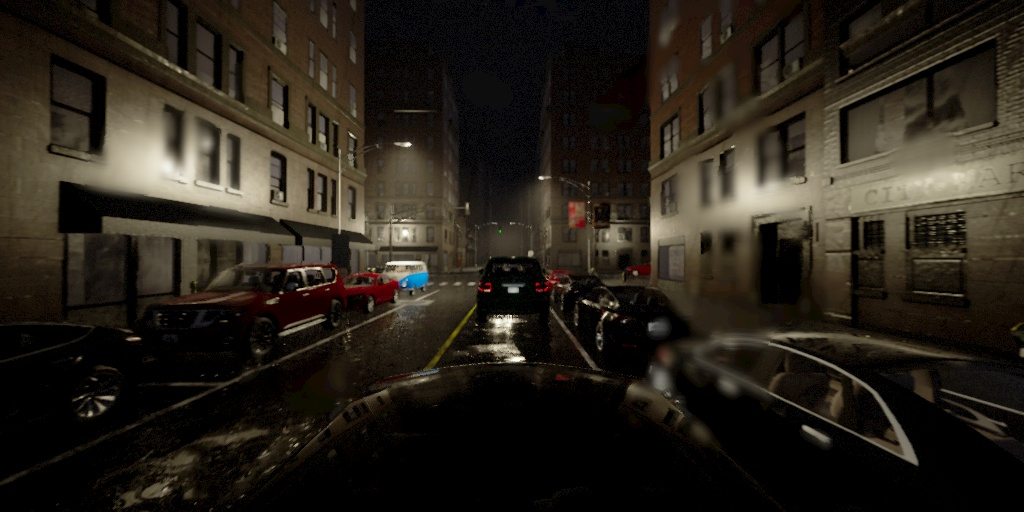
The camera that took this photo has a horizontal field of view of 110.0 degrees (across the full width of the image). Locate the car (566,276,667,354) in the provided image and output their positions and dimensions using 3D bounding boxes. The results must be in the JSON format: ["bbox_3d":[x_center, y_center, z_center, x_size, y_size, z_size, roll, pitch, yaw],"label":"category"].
[{"bbox_3d":[2.669,1.354,8.661,1.948,1.339,4.313,0,0,0],"label":"car"}]

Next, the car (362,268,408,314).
[{"bbox_3d":[-5.855,1.364,14.245,1.888,1.381,4.507,0,0,0],"label":"car"}]

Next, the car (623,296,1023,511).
[{"bbox_3d":[2.668,1.308,3.077,2.007,1.370,4.403,0,0,0],"label":"car"}]

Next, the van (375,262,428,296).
[{"bbox_3d":[-5.854,1.191,19.831,1.690,1.789,3.998,0,0,0],"label":"van"}]

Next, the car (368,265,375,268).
[{"bbox_3d":[-14.363,1.524,39.349,4.181,1.385,1.994,0,-1,0],"label":"car"}]

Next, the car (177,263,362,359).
[{"bbox_3d":[-5.856,1.103,8.658,2.192,1.841,5.009,0,0,0],"label":"car"}]

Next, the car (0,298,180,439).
[{"bbox_3d":[-5.857,1.323,3.074,1.948,1.339,4.313,0,0,0],"label":"car"}]

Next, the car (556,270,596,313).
[{"bbox_3d":[2.670,1.385,14.246,1.948,1.339,4.313,0,0,0],"label":"car"}]

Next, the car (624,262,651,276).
[{"bbox_3d":[14.928,1.431,39.695,5.008,1.535,1.882,0,0,-1],"label":"car"}]

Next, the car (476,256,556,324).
[{"bbox_3d":[0.022,1.031,12.422,2.150,2.045,5.566,0,0,0],"label":"car"}]
